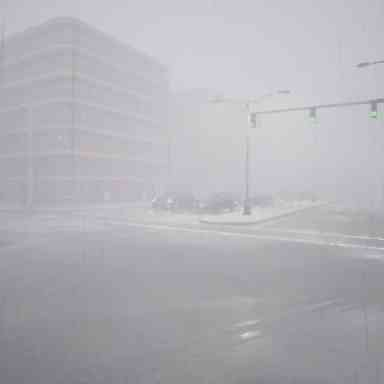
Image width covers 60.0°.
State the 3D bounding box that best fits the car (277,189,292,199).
[{"bbox_3d":[15.328,0.289,55.844,2.128,1.511,4.902,1,1,32],"label":"car"}]

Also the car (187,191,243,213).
[{"bbox_3d":[2.008,0.847,27.363,2.128,1.511,4.902,1,2,31],"label":"car"}]

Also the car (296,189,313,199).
[{"bbox_3d":[18.444,0.370,54.233,1.837,1.490,4.892,1,1,32],"label":"car"}]

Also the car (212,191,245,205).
[{"bbox_3d":[4.227,0.632,37.736,1.837,1.490,4.892,1,1,31],"label":"car"}]

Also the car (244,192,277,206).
[{"bbox_3d":[7.266,0.797,36.006,1.895,1.301,4.718,1,2,31],"label":"car"}]

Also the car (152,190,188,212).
[{"bbox_3d":[-1.433,0.650,28.436,2.097,1.767,4.553,1,2,31],"label":"car"}]
